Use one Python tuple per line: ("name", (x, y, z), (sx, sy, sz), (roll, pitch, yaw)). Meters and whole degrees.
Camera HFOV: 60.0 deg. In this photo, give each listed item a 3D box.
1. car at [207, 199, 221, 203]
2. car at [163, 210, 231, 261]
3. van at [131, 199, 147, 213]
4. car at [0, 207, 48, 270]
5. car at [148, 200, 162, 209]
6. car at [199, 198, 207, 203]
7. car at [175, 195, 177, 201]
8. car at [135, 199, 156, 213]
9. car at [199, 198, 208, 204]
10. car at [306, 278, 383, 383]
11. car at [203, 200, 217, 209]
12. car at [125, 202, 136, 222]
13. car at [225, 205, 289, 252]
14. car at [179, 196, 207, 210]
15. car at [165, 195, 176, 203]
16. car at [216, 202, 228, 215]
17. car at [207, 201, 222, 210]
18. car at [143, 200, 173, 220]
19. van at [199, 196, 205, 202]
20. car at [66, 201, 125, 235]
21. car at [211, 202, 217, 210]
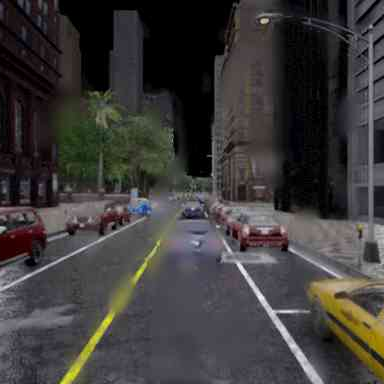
("car", (2.762, 1.787, 36.363), (1.752, 1.417, 4.829), (0, 0, 0))
("car", (0.086, 1.637, 12.676), (2.033, 1.411, 5.357), (0, 0, 0))
("van", (-5.764, 1.602, 36.210), (1.690, 1.788, 3.998), (0, 0, 0))
("car", (-5.766, 1.379, 9.081), (2.192, 1.841, 5.009), (0, 0, 0))
("car", (-5.762, 1.959, 52.487), (1.802, 1.307, 4.206), (0, 0, 0))
("car", (2.766, 2.159, 84.325), (1.947, 1.339, 4.313), (0, 0, 0))
("car", (-5.760, 2.069, 89.766), (1.967, 1.590, 4.097), (0, 0, 0))
("car", (-5.764, 1.740, 41.635), (1.967, 1.590, 4.097), (0, 0, 0))
("car", (2.765, 2.123, 78.904), (1.947, 1.339, 4.313), (0, 0, 0))
("car", (2.760, 1.552, 3.814), (1.752, 1.417, 4.829), (0, 0, 0))
("car", (2.763, 1.942, 52.468), (1.947, 1.339, 4.313), (0, 0, 0))
("car", (-5.764, 1.726, 25.356), (1.887, 1.381, 4.507), (0, 0, 0))
("car", (2.760, 1.542, 14.494), (1.967, 1.590, 4.097), (0, 0, 0))
("car", (0.095, 1.584, 32.327), (2.097, 1.767, 4.553), (0, 0, 0))
("car", (-5.760, 2.144, 84.345), (2.008, 1.369, 4.403), (0, 0, 0))
("car", (2.760, 1.581, 19.919), (1.967, 1.590, 4.097), (0, 0, 0))
("car", (2.761, 1.771, 30.768), (2.008, 1.369, 4.403), (0, 0, 0))
("car", (-3.098, 1.749, 31.185), (1.812, 1.442, 4.674), (0, 0, 0))
("van", (2.766, 2.005, 95.167), (1.690, 1.788, 3.998), (0, 0, 0))
("car", (-5.766, 1.456, 19.933), (2.192, 1.841, 5.009), (0, 0, 0))
("car", (2.760, 1.725, 25.343), (1.887, 1.381, 4.507), (0, 0, 0))
